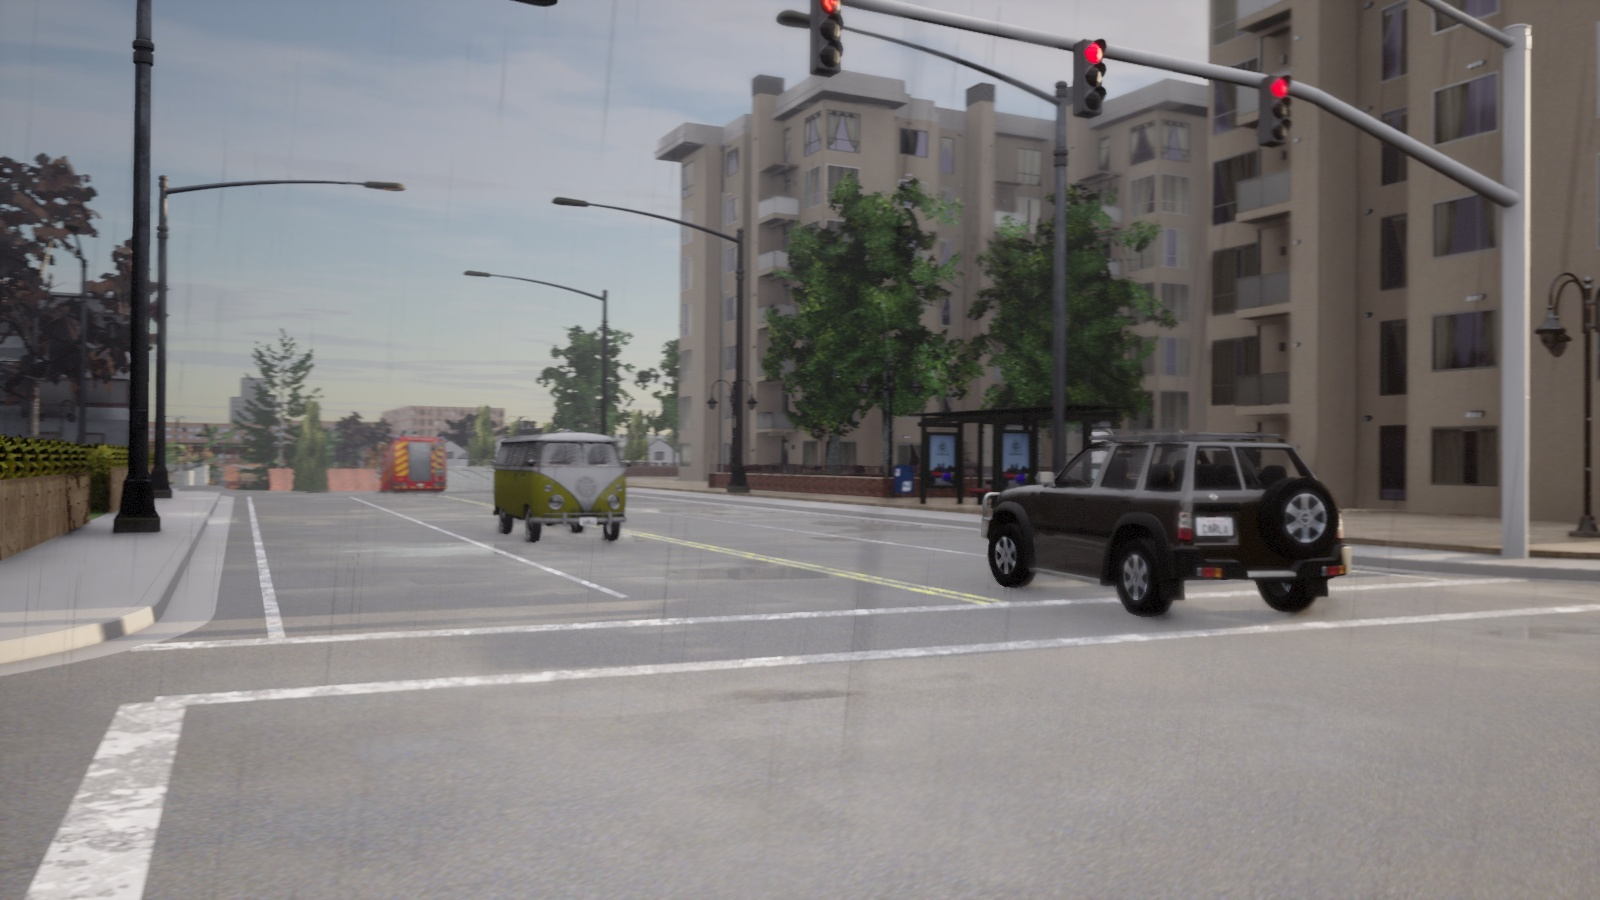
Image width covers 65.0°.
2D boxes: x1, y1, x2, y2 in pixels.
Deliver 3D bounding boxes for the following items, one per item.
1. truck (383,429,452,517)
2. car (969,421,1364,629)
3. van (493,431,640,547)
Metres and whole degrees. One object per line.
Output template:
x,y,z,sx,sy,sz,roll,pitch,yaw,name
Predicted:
-22.519,1.485,73.674,2.891,3.827,8.468,0,-10,-23,truck
3.698,0.696,13.686,1.932,1.855,4.605,1,-1,-17,car
-4.552,0.695,23.934,1.775,1.987,4.442,0,-1,-24,van
